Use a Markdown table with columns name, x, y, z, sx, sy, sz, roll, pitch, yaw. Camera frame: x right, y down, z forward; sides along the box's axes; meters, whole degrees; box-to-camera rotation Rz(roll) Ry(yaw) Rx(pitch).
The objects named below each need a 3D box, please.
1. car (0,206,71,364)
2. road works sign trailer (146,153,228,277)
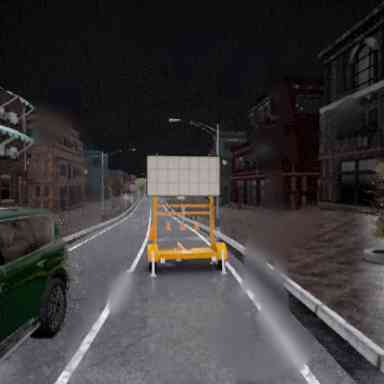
| name | x | y | z | sx | sy | sz | roll | pitch | yaw |
| --- | --- | --- | --- | --- | --- | --- | --- | --- | --- |
| car | -3.167 | 1.243 | 3.733 | 2.150 | 2.045 | 5.566 | 0 | 0 | -2 |
| road works sign trailer | -0.286 | 0.557 | 10.712 | 2.380 | 3.560 | 2.880 | 0 | -1 | -9 |
